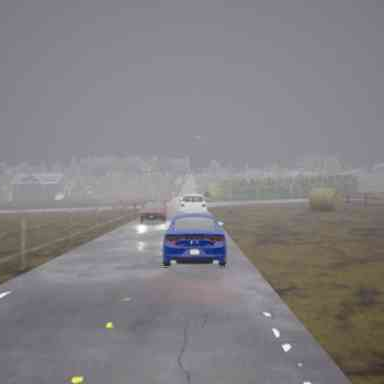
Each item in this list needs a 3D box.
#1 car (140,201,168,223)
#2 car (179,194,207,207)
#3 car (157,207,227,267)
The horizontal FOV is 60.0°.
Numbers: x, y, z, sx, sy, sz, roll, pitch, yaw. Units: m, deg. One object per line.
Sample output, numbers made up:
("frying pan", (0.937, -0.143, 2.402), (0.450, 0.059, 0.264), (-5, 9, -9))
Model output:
("car", (-2.846, 1.468, 25.878), (1.882, 1.535, 5.008), (0, 0, 0))
("car", (0.091, 1.207, 27.854), (2.150, 2.045, 5.566), (0, 0, 0))
("car", (0.082, 1.478, 11.470), (1.882, 1.535, 5.008), (0, 0, 0))
